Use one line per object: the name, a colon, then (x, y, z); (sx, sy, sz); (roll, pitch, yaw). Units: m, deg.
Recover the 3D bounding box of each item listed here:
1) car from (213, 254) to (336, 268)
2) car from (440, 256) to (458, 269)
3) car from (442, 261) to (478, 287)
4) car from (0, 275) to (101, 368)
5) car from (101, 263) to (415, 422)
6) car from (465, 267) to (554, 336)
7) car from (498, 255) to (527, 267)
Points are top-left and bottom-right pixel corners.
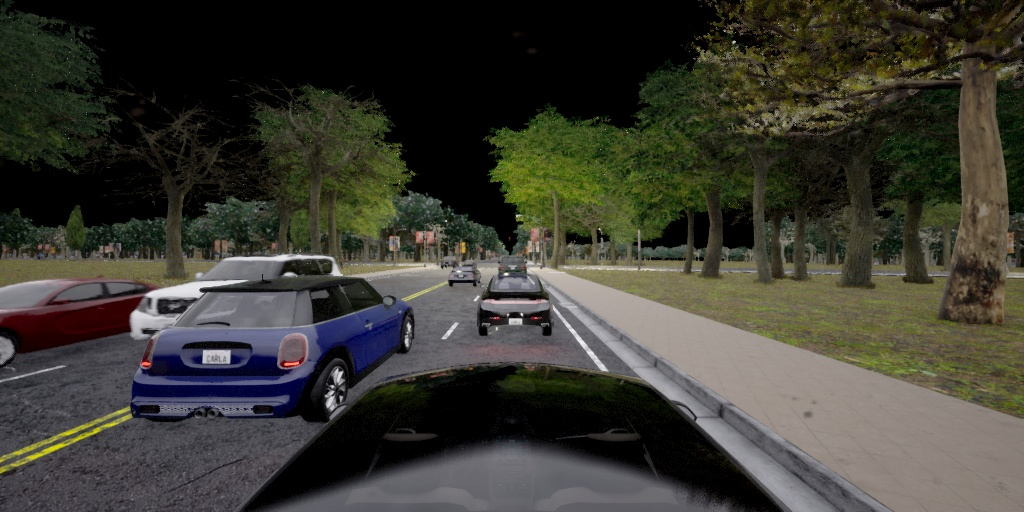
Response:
car: (-6.615, 0.971, 9.683); (2.150, 2.045, 5.566); (0, 0, 0)
car: (-9.865, 1.005, 57.111); (2.150, 2.045, 5.566); (0, 0, 0)
car: (-3.195, 1.301, 24.798); (2.033, 1.411, 5.357); (0, 0, 0)
car: (-9.862, 1.228, 7.769); (1.882, 1.535, 5.008); (0, 0, 0)
car: (-3.158, 1.102, 5.968); (2.097, 1.767, 4.553); (0, 0, 0)
car: (0.081, 1.242, 10.374); (2.128, 1.511, 4.902); (0, 0, 0)
car: (0.045, 0.979, 28.429); (2.150, 2.045, 5.566); (0, 0, 0)
